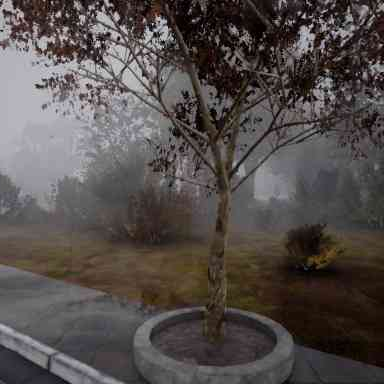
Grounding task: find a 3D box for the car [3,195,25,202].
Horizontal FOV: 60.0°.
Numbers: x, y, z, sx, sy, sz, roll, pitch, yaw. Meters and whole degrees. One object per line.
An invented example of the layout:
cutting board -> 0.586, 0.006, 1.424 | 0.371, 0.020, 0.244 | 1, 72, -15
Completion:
car -> -22.616, 1.175, 43.304 | 1.837, 1.490, 4.892 | 1, 0, 32
